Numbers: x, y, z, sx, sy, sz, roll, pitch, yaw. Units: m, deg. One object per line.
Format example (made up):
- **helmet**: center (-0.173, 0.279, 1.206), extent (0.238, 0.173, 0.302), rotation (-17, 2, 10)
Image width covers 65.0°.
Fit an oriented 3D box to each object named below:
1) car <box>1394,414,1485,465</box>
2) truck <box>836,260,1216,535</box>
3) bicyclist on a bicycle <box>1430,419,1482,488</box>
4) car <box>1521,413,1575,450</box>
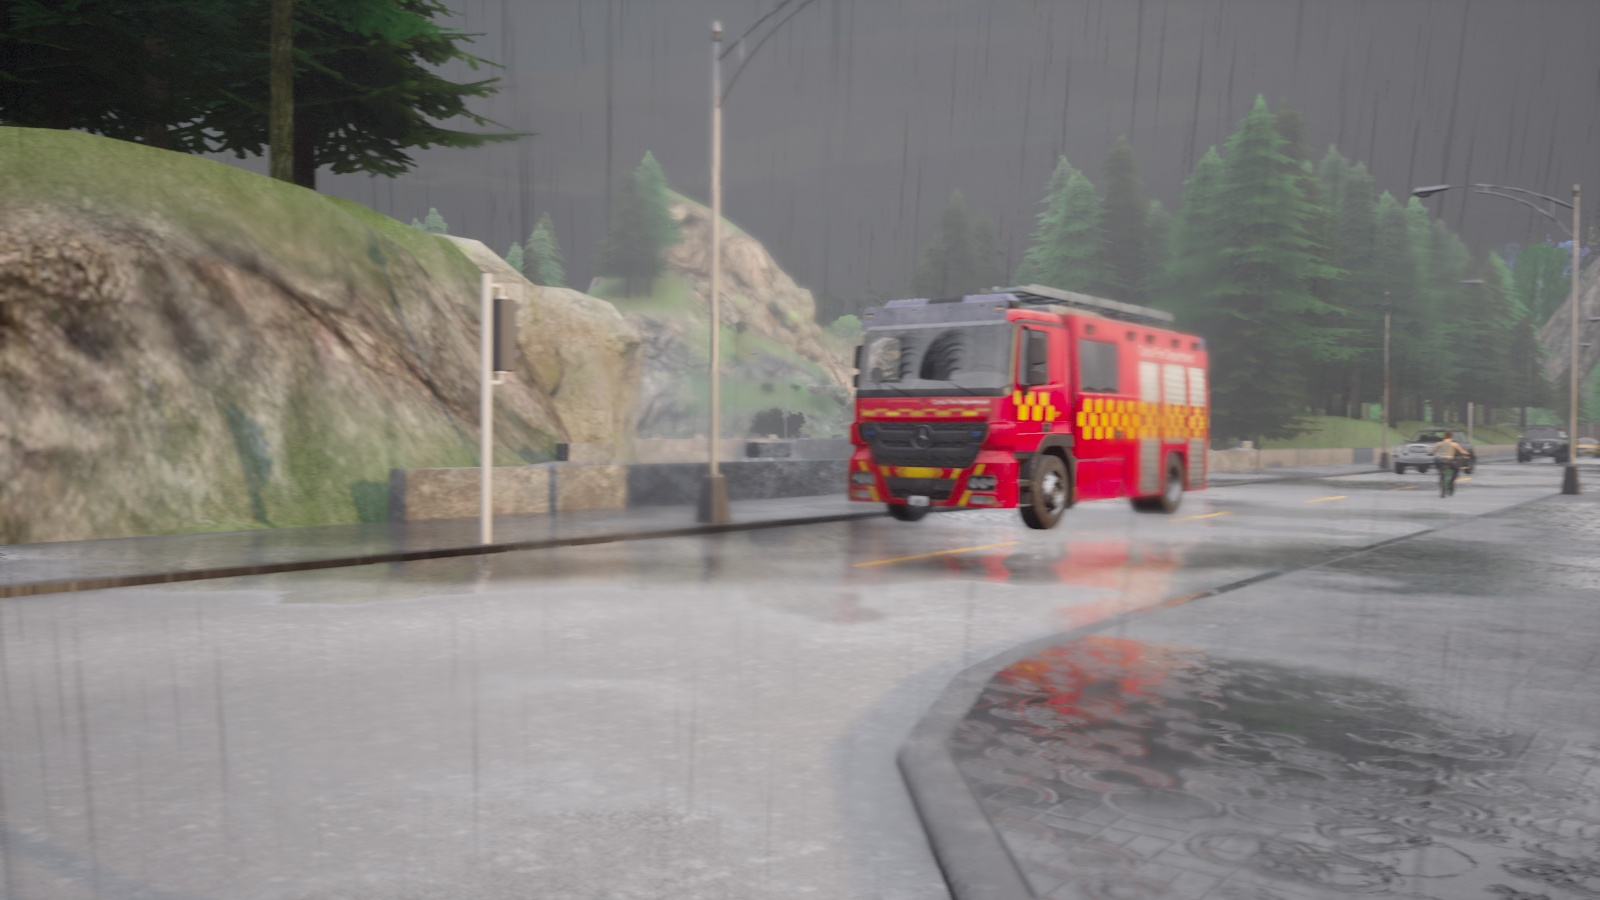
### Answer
- **car**: center (24.479, -0.415, 47.999), extent (1.932, 1.855, 4.605), rotation (0, 1, 42)
- **truck**: center (4.287, -0.802, 21.722), extent (2.891, 3.827, 8.468), rotation (0, 1, 37)
- **bicyclist on a bicycle**: center (15.768, 0.059, 30.167), extent (0.866, 1.612, 1.509), rotation (0, 1, 37)
- **car**: center (43.871, -1.088, 73.571), extent (2.150, 2.045, 5.566), rotation (0, 1, 37)
